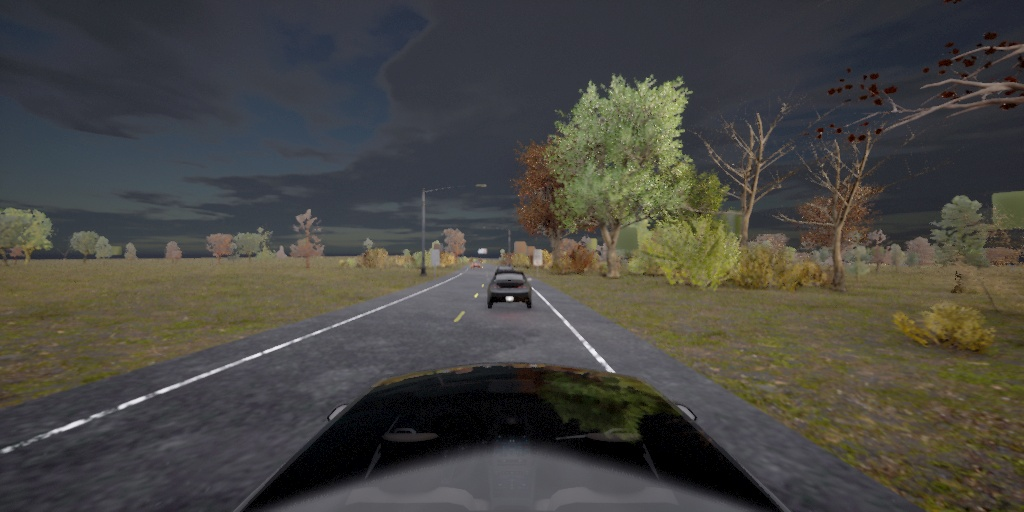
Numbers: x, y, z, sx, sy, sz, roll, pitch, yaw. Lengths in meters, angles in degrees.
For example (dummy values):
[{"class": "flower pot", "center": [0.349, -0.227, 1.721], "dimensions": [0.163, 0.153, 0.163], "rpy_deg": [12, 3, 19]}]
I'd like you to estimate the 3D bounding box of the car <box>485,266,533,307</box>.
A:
[{"class": "car", "center": [-0.126, 1.392, 16.192], "dimensions": [1.837, 1.490, 4.892], "rpy_deg": [0, 0, -1]}]
